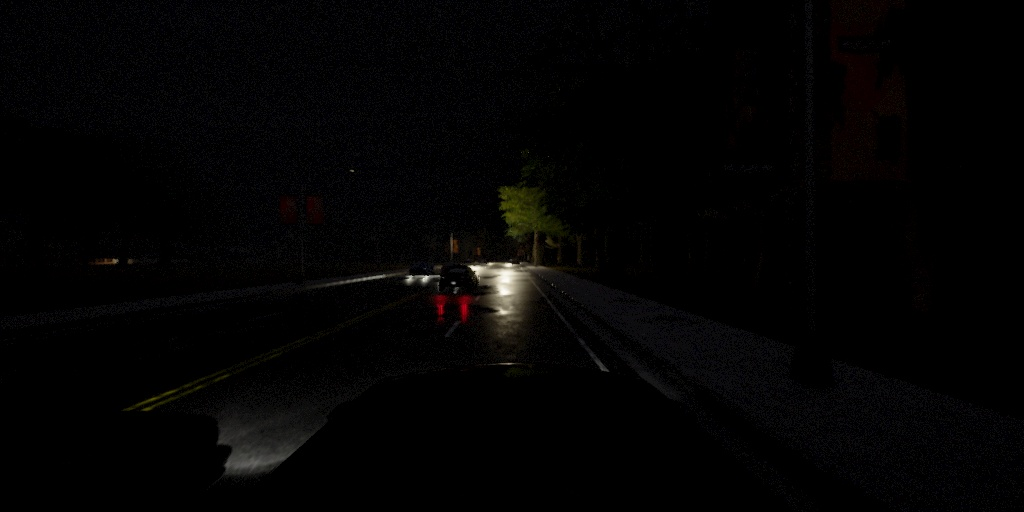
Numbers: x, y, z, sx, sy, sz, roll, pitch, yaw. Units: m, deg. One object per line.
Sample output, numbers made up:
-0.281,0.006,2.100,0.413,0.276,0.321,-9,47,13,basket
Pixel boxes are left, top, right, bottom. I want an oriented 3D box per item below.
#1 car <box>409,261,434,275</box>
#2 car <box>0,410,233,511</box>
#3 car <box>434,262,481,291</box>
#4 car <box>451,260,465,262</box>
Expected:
-9.842,1.273,39.302,1.882,1.535,5.008,0,0,0,car
-3.150,1.297,0.341,2.033,1.411,5.357,0,0,0,car
-3.167,1.284,21.692,1.812,1.442,4.674,0,0,0,car
-6.589,1.320,38.989,1.812,1.442,4.674,0,0,0,car
